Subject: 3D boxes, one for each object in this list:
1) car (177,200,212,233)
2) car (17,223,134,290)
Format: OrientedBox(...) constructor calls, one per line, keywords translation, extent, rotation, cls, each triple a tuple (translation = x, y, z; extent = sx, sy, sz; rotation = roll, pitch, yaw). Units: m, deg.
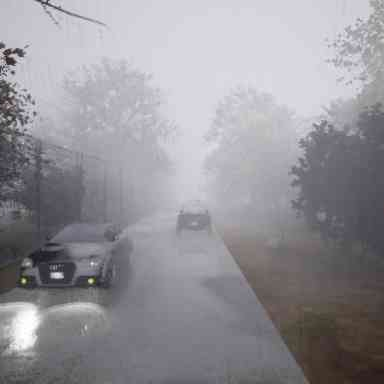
OrientedBox(translation=(0.133, 1.482, 19.653), extent=(1.882, 1.535, 5.008), rotation=(0, 0, 0), cls="car")
OrientedBox(translation=(-2.835, 1.566, 8.988), extent=(1.994, 1.385, 4.181), rotation=(0, 0, 0), cls="car")
